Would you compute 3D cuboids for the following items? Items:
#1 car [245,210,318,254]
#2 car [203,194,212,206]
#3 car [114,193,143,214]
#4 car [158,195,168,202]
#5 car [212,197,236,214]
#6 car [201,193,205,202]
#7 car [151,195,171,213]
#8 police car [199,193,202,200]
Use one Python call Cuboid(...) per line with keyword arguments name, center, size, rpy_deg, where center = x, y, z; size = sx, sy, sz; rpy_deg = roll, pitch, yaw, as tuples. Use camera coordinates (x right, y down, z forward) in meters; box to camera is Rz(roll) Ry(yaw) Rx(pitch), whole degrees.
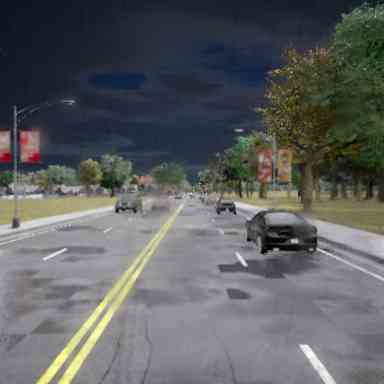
Cuboid(name="car", center=(3.348, 1.442, 13.302), size=(1.882, 1.535, 5.008), rpy_deg=(0, 0, 0))
Cuboid(name="car", center=(3.242, 1.487, 53.578), size=(2.033, 1.411, 5.357), rpy_deg=(0, 0, 0))
Cuboid(name="car", center=(-6.600, 1.158, 35.199), size=(2.150, 2.045, 5.566), rpy_deg=(0, 0, 0))
Cuboid(name="car", center=(-6.511, 1.395, 75.558), size=(1.837, 1.490, 4.892), rpy_deg=(0, 0, 0))
Cuboid(name="car", center=(3.345, 1.438, 33.860), size=(1.837, 1.490, 4.892), rpy_deg=(0, 0, 0))
Cuboid(name="car", center=(3.241, 1.408, 64.769), size=(1.801, 1.575, 5.366), rpy_deg=(0, 0, 0))
Cuboid(name="car", center=(-3.348, 1.410, 36.596), size=(1.882, 1.535, 5.008), rpy_deg=(0, 0, 0))
Cuboid(name="police car", center=(3.240, 1.468, 75.582), size=(2.038, 1.542, 4.974), rpy_deg=(0, 0, 0))
